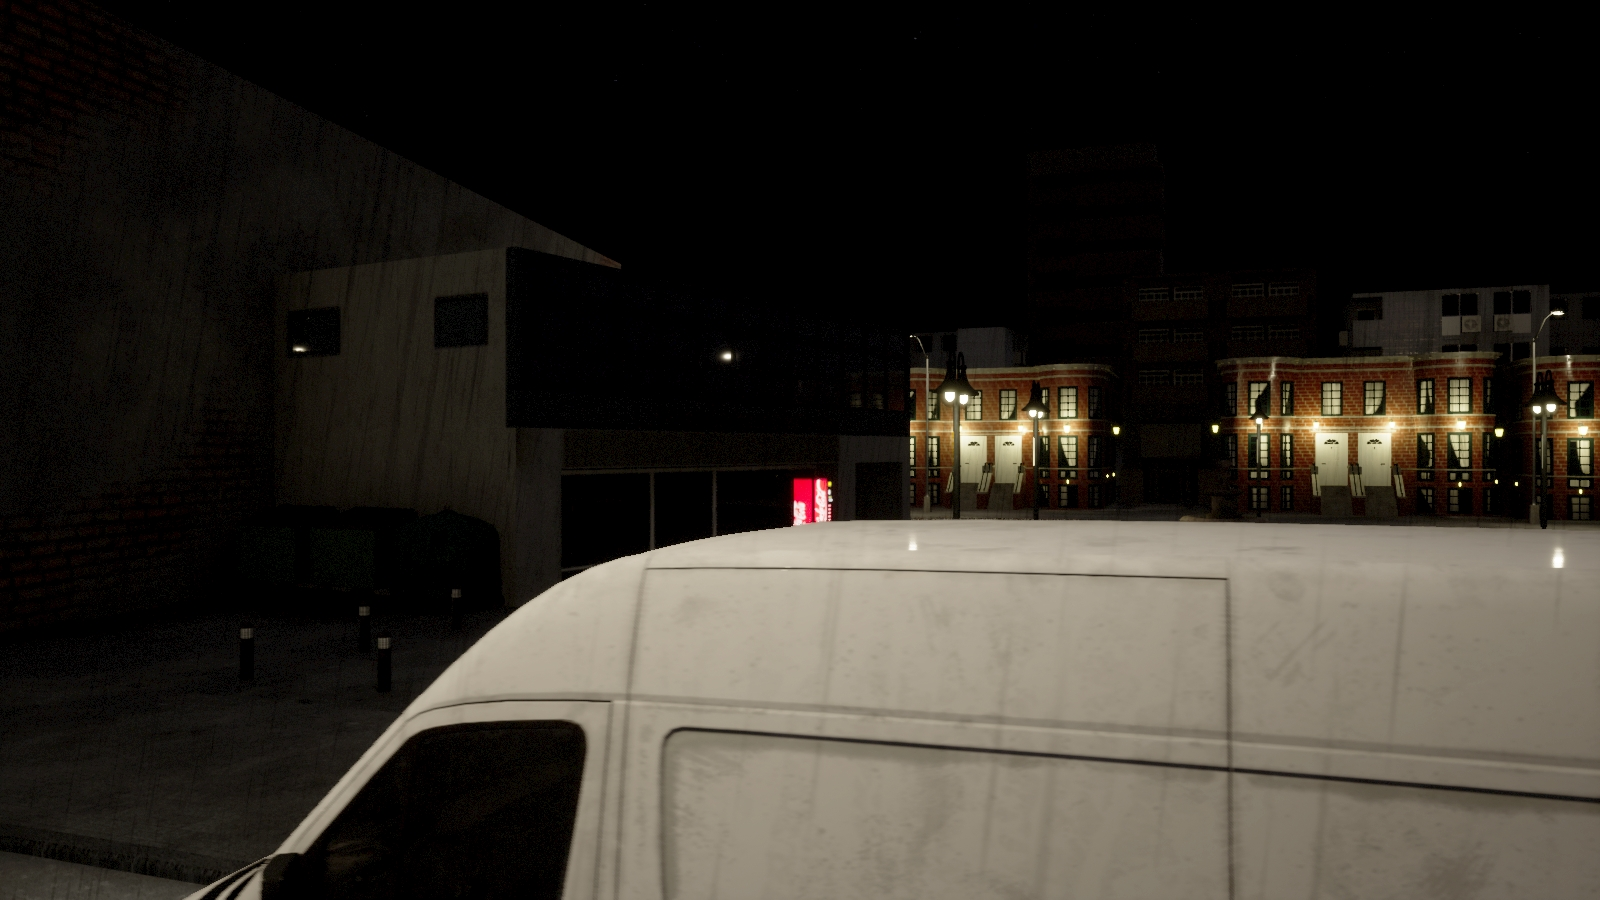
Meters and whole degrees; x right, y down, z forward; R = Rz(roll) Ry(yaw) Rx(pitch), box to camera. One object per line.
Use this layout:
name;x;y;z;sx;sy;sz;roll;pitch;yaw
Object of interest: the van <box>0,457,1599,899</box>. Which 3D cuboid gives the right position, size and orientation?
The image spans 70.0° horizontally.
van;0.336;1.314;3.714;5.915;2.561;1.988;0;0;20
